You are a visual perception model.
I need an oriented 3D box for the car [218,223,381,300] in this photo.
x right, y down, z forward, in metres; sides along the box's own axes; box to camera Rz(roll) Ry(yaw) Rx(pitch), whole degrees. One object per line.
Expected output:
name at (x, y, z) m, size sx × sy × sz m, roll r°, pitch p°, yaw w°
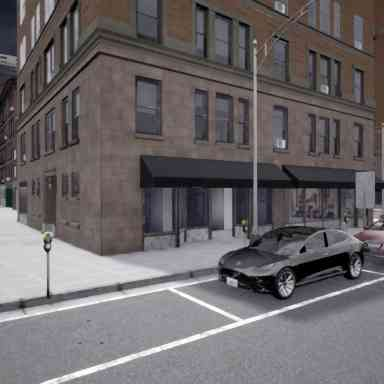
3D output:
car at (2.636, 1.566, 8.407) m, size 4.313 × 1.339 × 1.947 m, roll 0°, pitch 0°, yaw -35°

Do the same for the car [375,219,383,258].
car at (7.117, 1.582, 11.598) m, size 4.206 × 1.307 × 1.802 m, roll 0°, pitch 0°, yaw -35°
